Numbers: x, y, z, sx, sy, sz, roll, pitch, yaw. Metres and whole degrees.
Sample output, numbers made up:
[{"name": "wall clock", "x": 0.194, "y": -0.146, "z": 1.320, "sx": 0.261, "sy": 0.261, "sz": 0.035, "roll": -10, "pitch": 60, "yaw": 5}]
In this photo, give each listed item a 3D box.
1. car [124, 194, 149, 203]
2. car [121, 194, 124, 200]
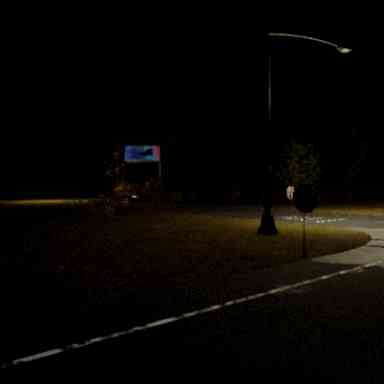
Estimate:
[{"name": "car", "x": -9.235, "y": 1.135, "z": 57.172, "sx": 2.033, "sy": 1.411, "sz": 5.357, "roll": -1, "pitch": 0, "yaw": -33}, {"name": "car", "x": -13.226, "y": 1.064, "z": 63.087, "sx": 2.128, "sy": 1.511, "sz": 4.902, "roll": -1, "pitch": 0, "yaw": -34}]
